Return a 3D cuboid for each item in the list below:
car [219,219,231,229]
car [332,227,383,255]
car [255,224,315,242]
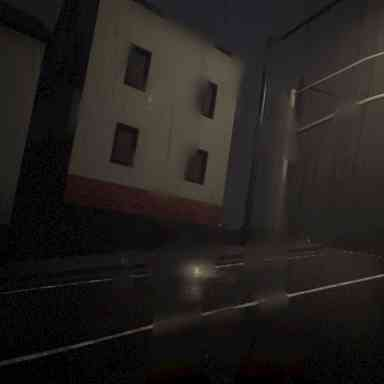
[{"bbox_3d":[2.373,3.566,37.293,1.837,1.490,4.892,13,-7,-35],"label":"car"},{"bbox_3d":[14.158,3.844,26.492,2.150,2.045,5.566,12,-7,-33],"label":"car"},{"bbox_3d":[8.039,3.578,29.278,2.033,1.411,5.357,12,-7,-35],"label":"car"}]
